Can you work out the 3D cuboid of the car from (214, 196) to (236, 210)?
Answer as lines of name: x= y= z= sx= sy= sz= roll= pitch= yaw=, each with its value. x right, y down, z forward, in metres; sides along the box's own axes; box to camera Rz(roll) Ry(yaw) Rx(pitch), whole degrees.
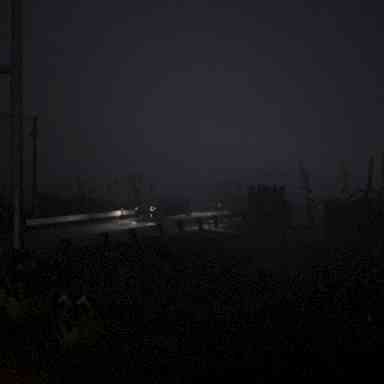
car: x=4.029 y=0.859 z=31.033 sx=2.128 sy=1.511 sz=4.902 roll=0 pitch=1 yaw=42

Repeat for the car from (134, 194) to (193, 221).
car: x=-2.032 y=1.011 z=24.241 sx=2.097 sy=1.767 sz=4.553 roll=0 pitch=2 yaw=40
